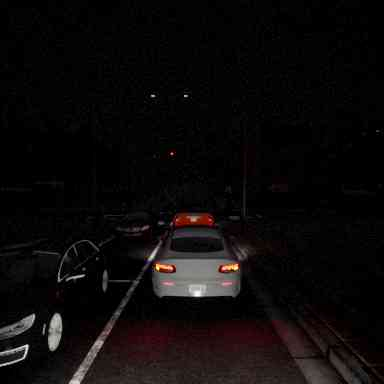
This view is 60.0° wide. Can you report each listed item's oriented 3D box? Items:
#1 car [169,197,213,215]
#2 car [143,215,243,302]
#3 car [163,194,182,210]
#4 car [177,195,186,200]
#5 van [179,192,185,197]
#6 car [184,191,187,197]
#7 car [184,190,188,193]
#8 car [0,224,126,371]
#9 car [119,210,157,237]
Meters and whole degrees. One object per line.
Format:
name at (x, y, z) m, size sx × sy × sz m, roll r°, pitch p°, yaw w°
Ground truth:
car at (0.080, 1.353, 18.072) m, size 2.097 × 1.767 × 4.553 m, roll 0°, pitch 0°, yaw 0°
car at (0.091, 1.523, 8.109) m, size 1.812 × 1.442 × 4.674 m, roll 0°, pitch 0°, yaw 0°
car at (-2.712, 1.483, 43.489) m, size 1.967 × 1.590 × 4.097 m, roll -2°, pitch 0°, yaw 0°
car at (-2.749, 1.429, 87.809) m, size 2.008 × 1.369 × 4.403 m, roll -1°, pitch 0°, yaw 0°
van at (-2.734, 1.359, 65.645) m, size 1.690 × 1.788 × 3.998 m, roll -1°, pitch 0°, yaw 0°
car at (-2.740, 1.308, 71.188) m, size 2.192 × 1.841 × 5.009 m, roll -1°, pitch 0°, yaw 0°
car at (-2.758, 1.132, 93.358) m, size 2.192 × 1.841 × 5.009 m, roll -1°, pitch 1°, yaw 0°
car at (-2.665, 1.548, 5.817) m, size 2.008 × 1.369 × 4.403 m, roll -2°, pitch 0°, yaw 0°
car at (-2.676, 1.582, 16.711) m, size 1.802 × 1.307 × 4.206 m, roll -2°, pitch 0°, yaw 0°
